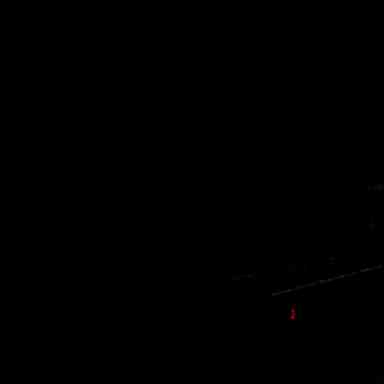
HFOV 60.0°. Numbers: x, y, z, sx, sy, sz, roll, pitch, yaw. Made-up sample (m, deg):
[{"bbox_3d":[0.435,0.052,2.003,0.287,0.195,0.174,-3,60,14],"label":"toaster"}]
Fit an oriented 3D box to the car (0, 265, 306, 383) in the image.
[{"bbox_3d":[-0.733,1.566,3.471,4.181,1.385,1.994,0,0,-36],"label":"car"}]
